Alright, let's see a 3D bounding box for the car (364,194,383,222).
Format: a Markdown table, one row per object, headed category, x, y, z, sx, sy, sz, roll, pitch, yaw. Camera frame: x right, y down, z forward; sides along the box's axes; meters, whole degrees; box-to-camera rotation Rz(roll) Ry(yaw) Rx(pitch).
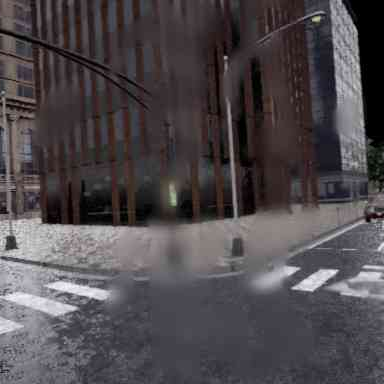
| category | x | y | z | sx | sy | sz | roll | pitch | yaw |
| --- | --- | --- | --- | --- | --- | --- | --- | --- | --- |
| car | 13.654 | 1.071 | 23.664 | 2.192 | 1.841 | 5.009 | -5 | -2 | 36 |
